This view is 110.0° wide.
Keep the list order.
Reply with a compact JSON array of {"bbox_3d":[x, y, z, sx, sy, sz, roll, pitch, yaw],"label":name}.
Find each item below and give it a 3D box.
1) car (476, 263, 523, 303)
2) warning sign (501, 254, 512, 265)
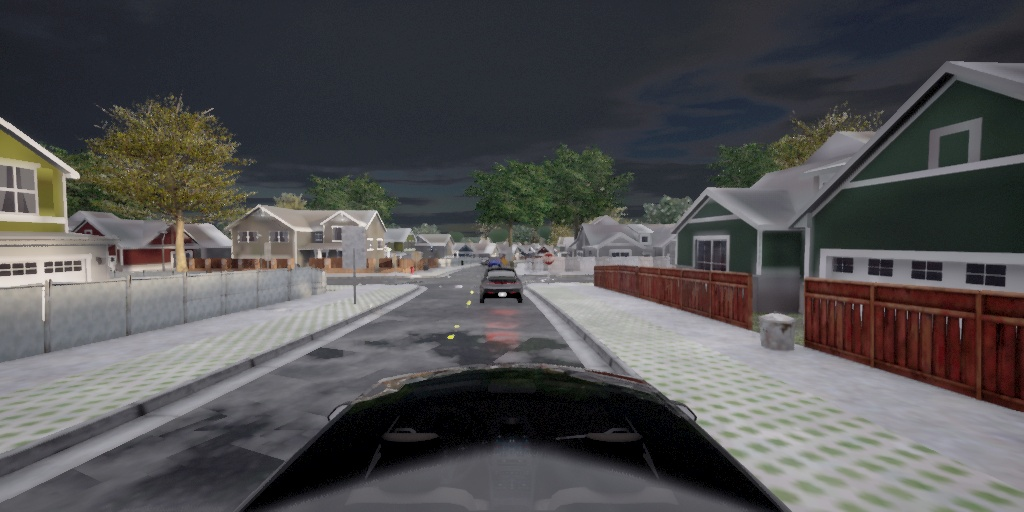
[{"bbox_3d":[-0.564,1.273,16.604,1.837,1.490,4.892,0,0,-4],"label":"car"},{"bbox_3d":[-1.001,0.956,50.975,1.300,1.860,1.060,0,0,-1],"label":"warning sign"}]
